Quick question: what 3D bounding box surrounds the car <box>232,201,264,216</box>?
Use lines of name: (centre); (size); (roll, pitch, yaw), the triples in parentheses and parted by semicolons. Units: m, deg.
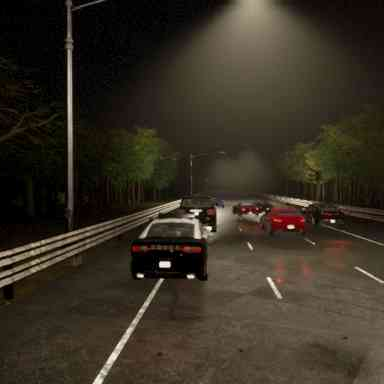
car: (5.124, 1.584, 32.169); (1.895, 1.301, 4.718); (-3, 0, -3)

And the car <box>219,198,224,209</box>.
car: (3.529, 1.535, 46.318); (2.033, 1.411, 5.357); (0, 0, 5)

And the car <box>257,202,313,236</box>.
car: (4.960, 1.520, 18.423); (1.812, 1.442, 4.674); (0, 0, 4)

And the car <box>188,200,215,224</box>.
car: (0.856, 1.471, 25.870); (1.882, 1.535, 5.008); (0, 0, 4)

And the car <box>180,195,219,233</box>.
car: (0.402, 1.218, 19.915); (2.150, 2.045, 5.566); (0, 0, 4)

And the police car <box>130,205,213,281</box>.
police car: (-0.438, 1.422, 10.038); (1.930, 1.638, 5.238); (0, 0, 4)

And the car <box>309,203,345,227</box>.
car: (8.793, 1.500, 22.721); (1.837, 1.490, 4.892); (0, 1, 4)
